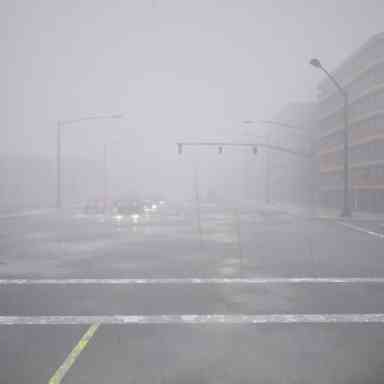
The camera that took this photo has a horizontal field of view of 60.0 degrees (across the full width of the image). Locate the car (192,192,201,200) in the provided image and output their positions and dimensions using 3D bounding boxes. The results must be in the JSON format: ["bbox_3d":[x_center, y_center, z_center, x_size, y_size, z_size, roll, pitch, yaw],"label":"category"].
[{"bbox_3d":[0.885,0.959,65.759,1.895,1.301,4.718,0,1,0],"label":"car"}]

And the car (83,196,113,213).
[{"bbox_3d":[-9.818,1.225,34.831,2.097,1.767,4.553,0,1,0],"label":"car"}]

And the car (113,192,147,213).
[{"bbox_3d":[-6.320,1.226,34.486,2.097,1.767,4.553,0,1,0],"label":"car"}]

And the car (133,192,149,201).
[{"bbox_3d":[-9.674,0.896,63.169,2.128,1.511,4.902,0,1,1],"label":"car"}]

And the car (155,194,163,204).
[{"bbox_3d":[-6.253,1.080,52.650,2.128,1.511,4.902,0,1,0],"label":"car"}]

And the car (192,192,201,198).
[{"bbox_3d":[0.919,0.649,75.735,2.033,1.411,5.357,0,1,0],"label":"car"}]

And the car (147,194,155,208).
[{"bbox_3d":[-6.289,1.277,43.369,1.812,1.442,4.674,0,1,0],"label":"car"}]

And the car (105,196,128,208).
[{"bbox_3d":[-9.789,1.314,43.473,1.994,1.385,4.181,0,1,0],"label":"car"}]

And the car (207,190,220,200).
[{"bbox_3d":[4.487,0.919,65.903,1.994,1.385,4.181,0,1,0],"label":"car"}]

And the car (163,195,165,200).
[{"bbox_3d":[-6.180,1.012,62.779,1.895,1.301,4.718,0,1,1],"label":"car"}]

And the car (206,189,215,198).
[{"bbox_3d":[4.421,0.425,75.886,2.150,2.045,5.566,0,1,0],"label":"car"}]
